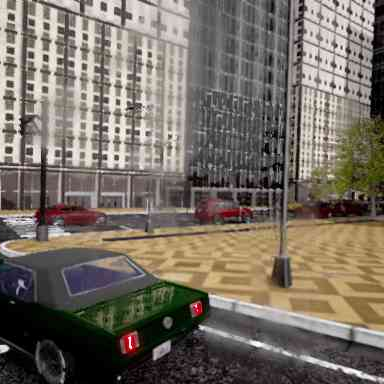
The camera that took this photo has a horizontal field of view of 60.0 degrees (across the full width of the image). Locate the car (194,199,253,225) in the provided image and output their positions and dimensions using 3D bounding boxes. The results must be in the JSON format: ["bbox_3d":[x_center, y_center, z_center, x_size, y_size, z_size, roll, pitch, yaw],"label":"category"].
[{"bbox_3d":[2.500,1.524,26.005,5.009,1.841,2.192,1,2,-35],"label":"car"}]

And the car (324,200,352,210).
[{"bbox_3d":[21.363,1.829,48.583,4.206,1.307,1.802,1,2,-35],"label":"car"}]

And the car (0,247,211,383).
[{"bbox_3d":[-2.157,1.557,5.207,4.718,1.301,1.895,1,0,35],"label":"car"}]

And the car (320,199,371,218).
[{"bbox_3d":[16.502,1.712,35.656,5.009,1.841,2.192,1,2,-35],"label":"car"}]

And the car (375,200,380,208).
[{"bbox_3d":[30.698,1.940,55.016,4.313,1.339,1.947,1,2,-35],"label":"car"}]

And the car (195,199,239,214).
[{"bbox_3d":[2.694,1.546,35.714,4.403,1.369,2.008,1,2,-35],"label":"car"}]

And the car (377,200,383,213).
[{"bbox_3d":[25.830,2.089,42.096,4.313,1.339,1.947,1,2,-35],"label":"car"}]

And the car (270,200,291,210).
[{"bbox_3d":[11.889,1.645,42.051,4.829,1.417,1.752,1,2,-35],"label":"car"}]

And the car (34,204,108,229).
[{"bbox_3d":[-7.863,1.526,21.983,4.674,1.442,1.812,0,1,-43],"label":"car"}]

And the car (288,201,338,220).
[{"bbox_3d":[11.828,1.879,32.444,4.507,1.381,1.887,1,2,-35],"label":"car"}]
